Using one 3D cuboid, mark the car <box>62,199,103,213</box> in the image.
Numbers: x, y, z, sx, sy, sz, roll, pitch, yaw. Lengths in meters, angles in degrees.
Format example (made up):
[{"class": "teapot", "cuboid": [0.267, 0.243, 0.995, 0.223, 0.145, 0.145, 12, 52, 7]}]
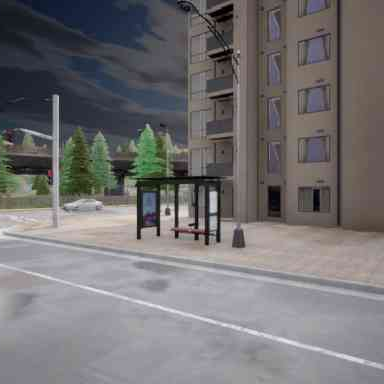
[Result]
[{"class": "car", "cuboid": [-12.019, 1.470, 36.809, 1.812, 1.442, 4.674, 0, 0, 37]}]
